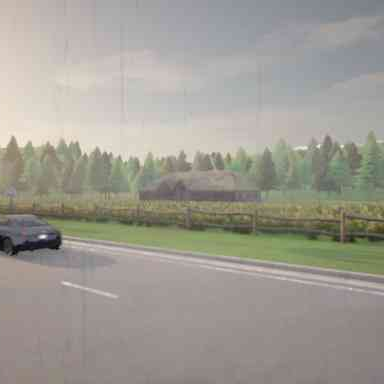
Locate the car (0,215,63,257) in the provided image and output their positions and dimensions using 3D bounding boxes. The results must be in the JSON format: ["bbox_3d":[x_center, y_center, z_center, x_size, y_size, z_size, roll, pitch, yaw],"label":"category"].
[{"bbox_3d":[-7.071,1.603,13.304,4.181,1.385,1.994,0,0,36],"label":"car"}]
